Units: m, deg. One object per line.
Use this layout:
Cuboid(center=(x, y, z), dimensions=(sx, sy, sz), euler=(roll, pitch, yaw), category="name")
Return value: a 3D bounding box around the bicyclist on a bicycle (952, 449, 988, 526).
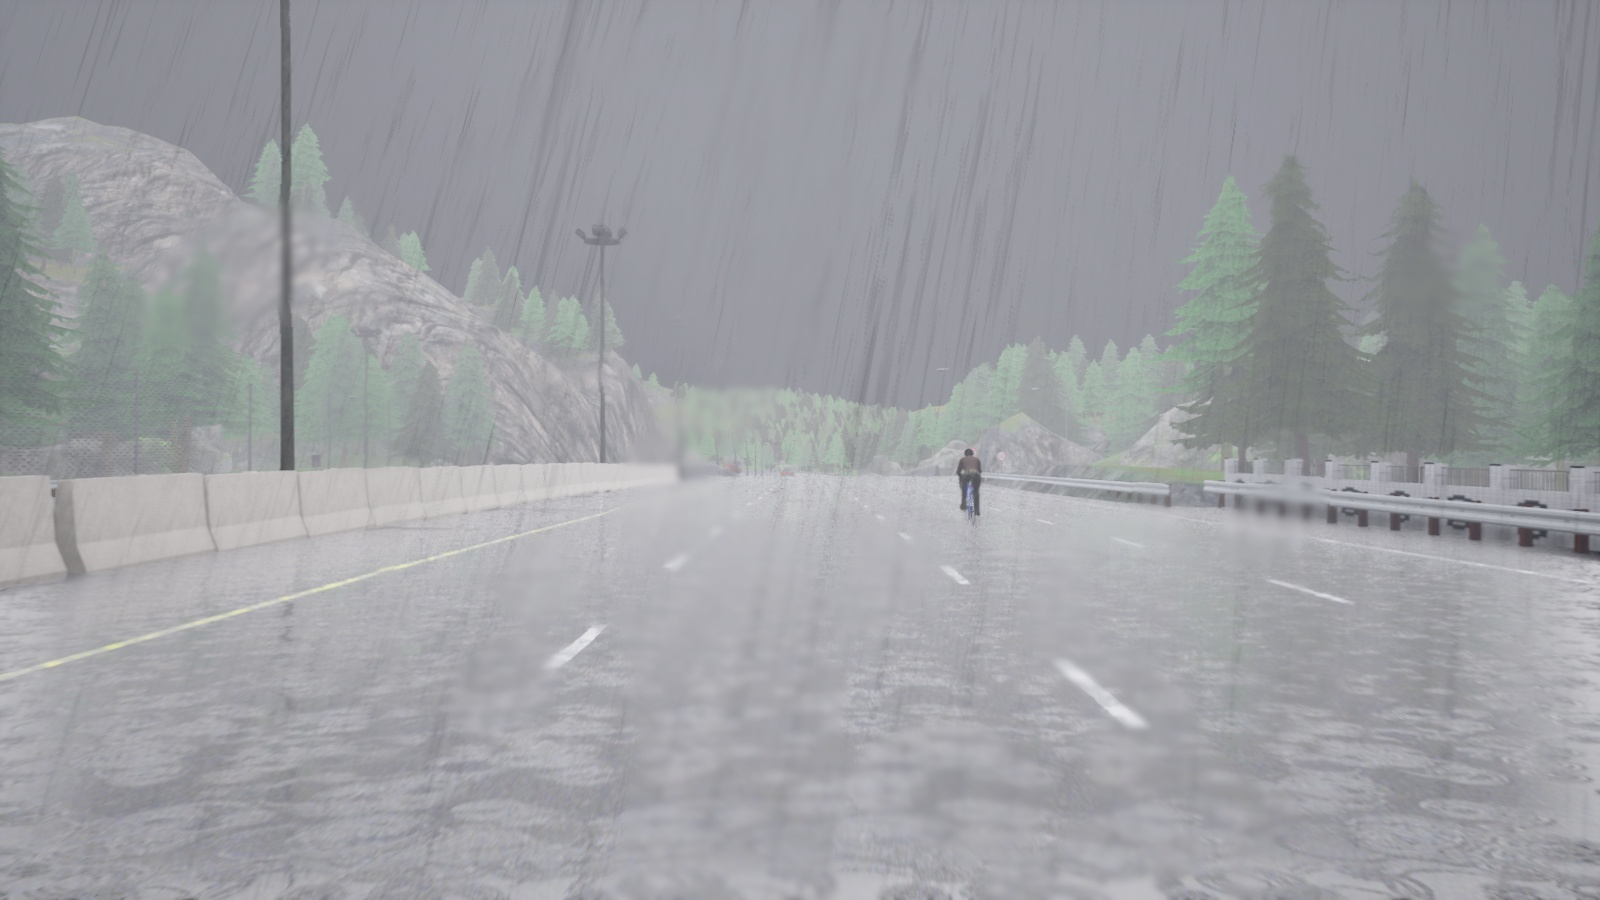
Cuboid(center=(3.670, 0.803, 27.197), dimensions=(0.582, 1.620, 1.656), euler=(0, -1, 0), category="bicyclist on a bicycle")
